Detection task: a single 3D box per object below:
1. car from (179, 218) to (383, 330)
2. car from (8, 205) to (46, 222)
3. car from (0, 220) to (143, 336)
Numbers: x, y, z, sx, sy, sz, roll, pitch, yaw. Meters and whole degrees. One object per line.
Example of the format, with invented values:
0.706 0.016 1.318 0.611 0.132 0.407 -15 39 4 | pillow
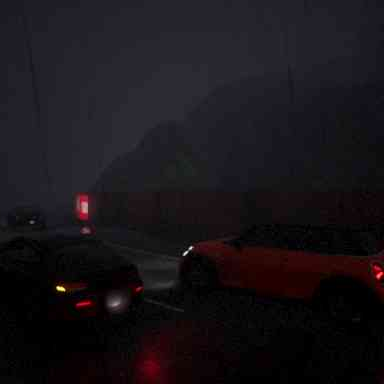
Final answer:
1.885 1.381 7.261 4.553 1.767 2.097 0 0 38 | car
-10.529 1.570 21.154 1.812 1.442 4.674 0 0 -33 | car
-2.924 1.542 6.745 4.674 1.442 1.812 0 0 42 | car
